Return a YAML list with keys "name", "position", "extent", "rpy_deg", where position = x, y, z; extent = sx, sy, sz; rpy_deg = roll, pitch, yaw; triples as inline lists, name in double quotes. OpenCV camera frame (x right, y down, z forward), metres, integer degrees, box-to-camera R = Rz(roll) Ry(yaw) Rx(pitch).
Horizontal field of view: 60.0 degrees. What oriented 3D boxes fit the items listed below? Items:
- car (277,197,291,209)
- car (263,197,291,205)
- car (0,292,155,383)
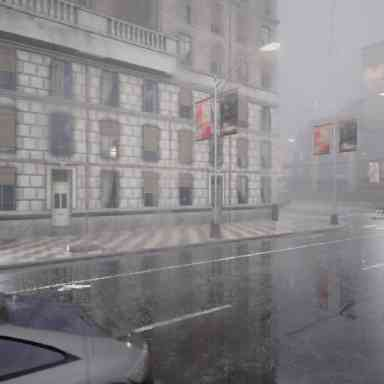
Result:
- name: "car"
  position: [10.561, 1.351, 44.748]
  extent: [2.097, 1.767, 4.553]
  rpy_deg: [0, 0, -36]
- name: "car"
  position: [14.931, 1.601, 58.480]
  extent: [1.895, 1.301, 4.718]
  rpy_deg: [0, 0, -37]
- name: "car"
  position: [-2.328, 1.564, 2.357]
  extent: [4.181, 1.385, 1.994]
  rpy_deg: [0, 0, -35]
